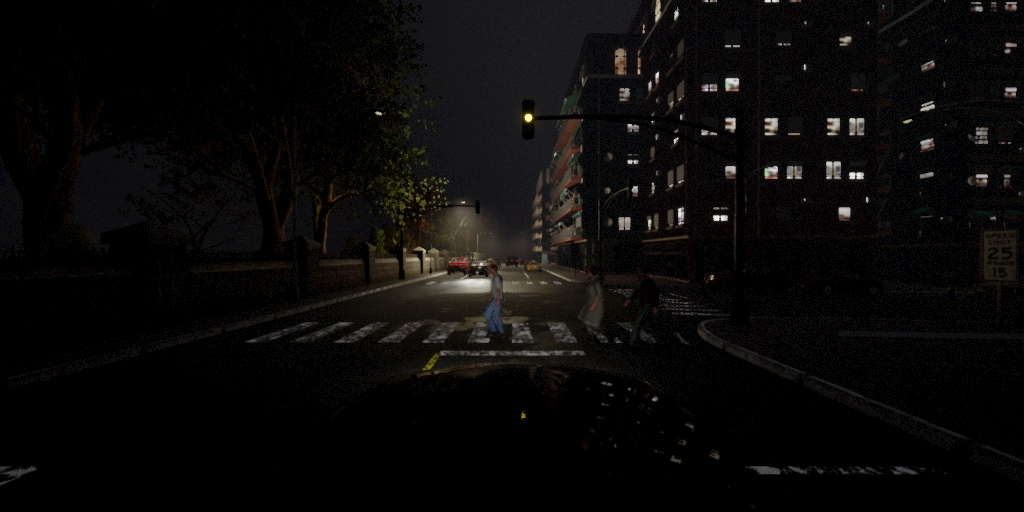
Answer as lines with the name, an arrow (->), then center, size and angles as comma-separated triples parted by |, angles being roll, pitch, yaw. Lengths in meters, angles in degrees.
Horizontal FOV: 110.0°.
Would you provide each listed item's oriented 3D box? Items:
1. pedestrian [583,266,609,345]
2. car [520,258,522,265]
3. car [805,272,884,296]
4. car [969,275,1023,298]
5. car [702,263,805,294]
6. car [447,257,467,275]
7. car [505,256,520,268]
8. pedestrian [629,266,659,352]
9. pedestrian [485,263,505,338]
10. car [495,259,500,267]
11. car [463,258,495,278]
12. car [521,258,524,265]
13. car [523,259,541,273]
pedestrian -> 1.876, 1.042, 8.041 | 0.375, 1.860, 0.375 | 0, 0, 0
car -> 2.689, 1.306, 55.427 | 2.007, 1.370, 4.403 | 0, 0, 0
car -> 20.293, 1.667, 22.255 | 4.507, 1.381, 1.888 | 0, 0, 0
car -> 31.515, 1.853, 22.290 | 4.829, 1.417, 1.751 | 0, 0, 0
car -> 14.598, 1.334, 22.236 | 5.009, 1.841, 2.192 | 0, 0, 0
car -> -5.691, 1.063, 38.820 | 2.192, 1.841, 5.009 | 0, 0, 0
car -> -0.001, 0.982, 63.751 | 2.150, 2.045, 5.566 | 0, 0, 0
pedestrian -> 2.716, 1.042, 7.392 | 0.375, 1.860, 0.375 | 0, 0, 0
pedestrian -> -0.387, 1.042, 8.640 | 0.375, 1.860, 0.375 | 0, 0, 0
car -> -3.087, 1.230, 48.876 | 1.882, 1.535, 5.008 | 0, 0, 0
car -> -3.088, 1.239, 34.761 | 2.128, 1.511, 4.902 | 0, 0, 0
car -> 2.689, 1.298, 49.891 | 1.888, 1.381, 4.507 | 0, 0, 0
car -> 2.689, 1.276, 44.526 | 1.751, 1.417, 4.829 | 0, 0, 0
